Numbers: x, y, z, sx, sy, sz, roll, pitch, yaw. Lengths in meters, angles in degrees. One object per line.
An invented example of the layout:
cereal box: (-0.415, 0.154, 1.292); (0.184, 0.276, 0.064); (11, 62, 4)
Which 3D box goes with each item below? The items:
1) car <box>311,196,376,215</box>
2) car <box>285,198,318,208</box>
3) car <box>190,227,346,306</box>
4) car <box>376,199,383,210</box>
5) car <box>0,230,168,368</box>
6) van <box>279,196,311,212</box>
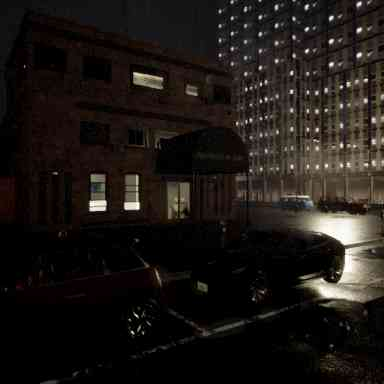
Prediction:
car: (14.896, 1.306, 33.045); (2.192, 1.841, 5.009); (0, 0, -35)
car: (15.432, 1.512, 46.930); (1.802, 1.307, 4.206); (0, 0, -35)
car: (1.988, 1.565, 8.056); (4.313, 1.339, 1.947); (0, 0, -35)
car: (21.771, 1.497, 37.840); (2.008, 1.369, 4.403); (0, 0, -35)
car: (-2.475, 1.440, 4.802); (4.097, 1.590, 1.967); (0, 0, -35)
van: (11.726, 1.324, 37.590); (1.690, 1.788, 3.998); (0, 0, -35)
